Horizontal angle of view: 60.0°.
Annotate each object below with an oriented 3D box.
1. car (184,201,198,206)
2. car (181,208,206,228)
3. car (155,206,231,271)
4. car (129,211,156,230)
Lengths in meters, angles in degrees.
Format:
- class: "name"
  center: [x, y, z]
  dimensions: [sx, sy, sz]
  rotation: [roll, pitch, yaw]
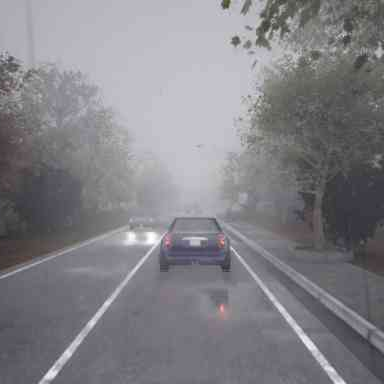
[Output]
- class: "car"
  center: [-0.146, 2.868, 66.465]
  dimensions: [2.150, 2.045, 5.566]
  rotation: [1, -1, 12]
- class: "car"
  center: [0.135, 2.190, 29.064]
  dimensions: [2.033, 1.411, 5.357]
  rotation: [0, -2, 0]
- class: "car"
  center: [0.105, 1.518, 11.536]
  dimensions: [2.097, 1.767, 4.553]
  rotation: [0, -1, 0]
- class: "car"
  center: [-3.561, 2.148, 25.569]
  dimensions: [1.895, 1.301, 4.718]
  rotation: [0, -2, 0]
